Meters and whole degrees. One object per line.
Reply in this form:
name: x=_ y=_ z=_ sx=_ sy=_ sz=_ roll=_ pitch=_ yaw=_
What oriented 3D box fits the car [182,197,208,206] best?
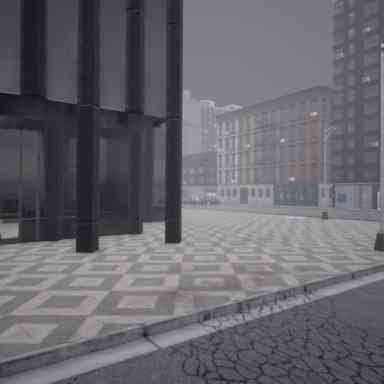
car: x=0.258 y=1.632 z=58.506 sx=1.812 sy=1.442 sz=4.674 roll=1 pitch=0 yaw=-35

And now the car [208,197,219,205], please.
car: x=2.816 y=1.638 z=60.464 sx=1.837 sy=1.490 sz=4.892 roll=1 pitch=0 yaw=-35

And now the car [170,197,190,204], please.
car: x=-2.490 y=1.711 z=67.928 sx=1.994 sy=1.385 sz=4.181 roll=1 pitch=0 yaw=-35
